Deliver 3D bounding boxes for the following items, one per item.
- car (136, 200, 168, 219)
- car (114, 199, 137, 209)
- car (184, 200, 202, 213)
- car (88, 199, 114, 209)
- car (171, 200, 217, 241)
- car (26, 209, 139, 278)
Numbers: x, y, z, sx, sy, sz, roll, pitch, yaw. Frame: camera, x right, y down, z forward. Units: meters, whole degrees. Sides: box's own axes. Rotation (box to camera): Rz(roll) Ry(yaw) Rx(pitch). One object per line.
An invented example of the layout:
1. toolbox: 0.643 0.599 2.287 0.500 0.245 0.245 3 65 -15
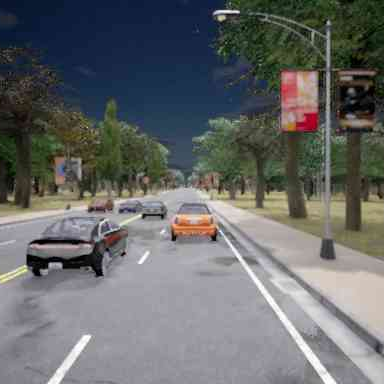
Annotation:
1. car: -3.155 1.518 28.655 2.033 1.411 5.357 0 0 0
2. car: -6.513 1.509 35.702 2.033 1.411 5.357 0 0 0
3. car: 0.092 1.558 37.644 1.895 1.301 4.718 0 0 0
4. car: -9.760 1.454 35.997 1.882 1.535 5.008 0 0 0
5. car: 0.097 1.333 16.832 2.097 1.767 4.553 0 0 0
6. car: -3.152 1.480 10.097 2.128 1.511 4.902 0 0 0
